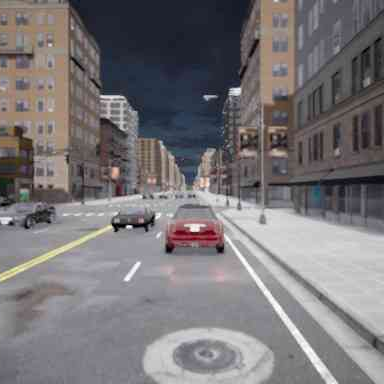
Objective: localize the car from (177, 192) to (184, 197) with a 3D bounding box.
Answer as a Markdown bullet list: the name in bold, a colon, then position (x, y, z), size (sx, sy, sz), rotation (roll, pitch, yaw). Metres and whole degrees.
- **car**: position (-3.250, 0.662, 93.699), size (1.812, 1.442, 4.674), rotation (0, 0, 0)

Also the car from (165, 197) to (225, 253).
- **car**: position (0.100, 1.250, 13.377), size (2.097, 1.767, 4.553), rotation (0, 0, 0)

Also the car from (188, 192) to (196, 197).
- **car**: position (0.000, 0.701, 83.666), size (2.097, 1.767, 4.553), rotation (0, 0, 0)

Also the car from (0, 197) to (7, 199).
- **car**: position (-25.374, 1.255, 42.303), size (4.313, 1.339, 1.947), rotation (0, 0, 0)

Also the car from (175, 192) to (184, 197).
- **car**: position (-3.250, 0.898, 83.698), size (1.994, 1.385, 4.181), rotation (0, 0, 0)

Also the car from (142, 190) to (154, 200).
- **car**: position (-9.749, 0.645, 74.602), size (2.150, 2.045, 5.566), rotation (0, 0, 0)

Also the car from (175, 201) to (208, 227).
- **car**: position (0.011, 1.395, 22.080), size (1.994, 1.385, 4.181), rotation (0, 0, 1)

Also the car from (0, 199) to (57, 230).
- **car**: position (-9.808, 1.341, 19.917), size (2.128, 1.511, 4.902), rotation (0, 0, 0)

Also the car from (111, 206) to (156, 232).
- **car**: position (-3.151, 1.456, 18.939), size (1.895, 1.301, 4.718), rotation (0, 0, 0)

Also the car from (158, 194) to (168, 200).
- **car**: position (-6.499, 1.015, 74.605), size (1.895, 1.301, 4.718), rotation (0, 0, 0)

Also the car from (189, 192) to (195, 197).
- **car**: position (0.000, 0.662, 93.699), size (1.812, 1.442, 4.674), rotation (0, 0, 0)
